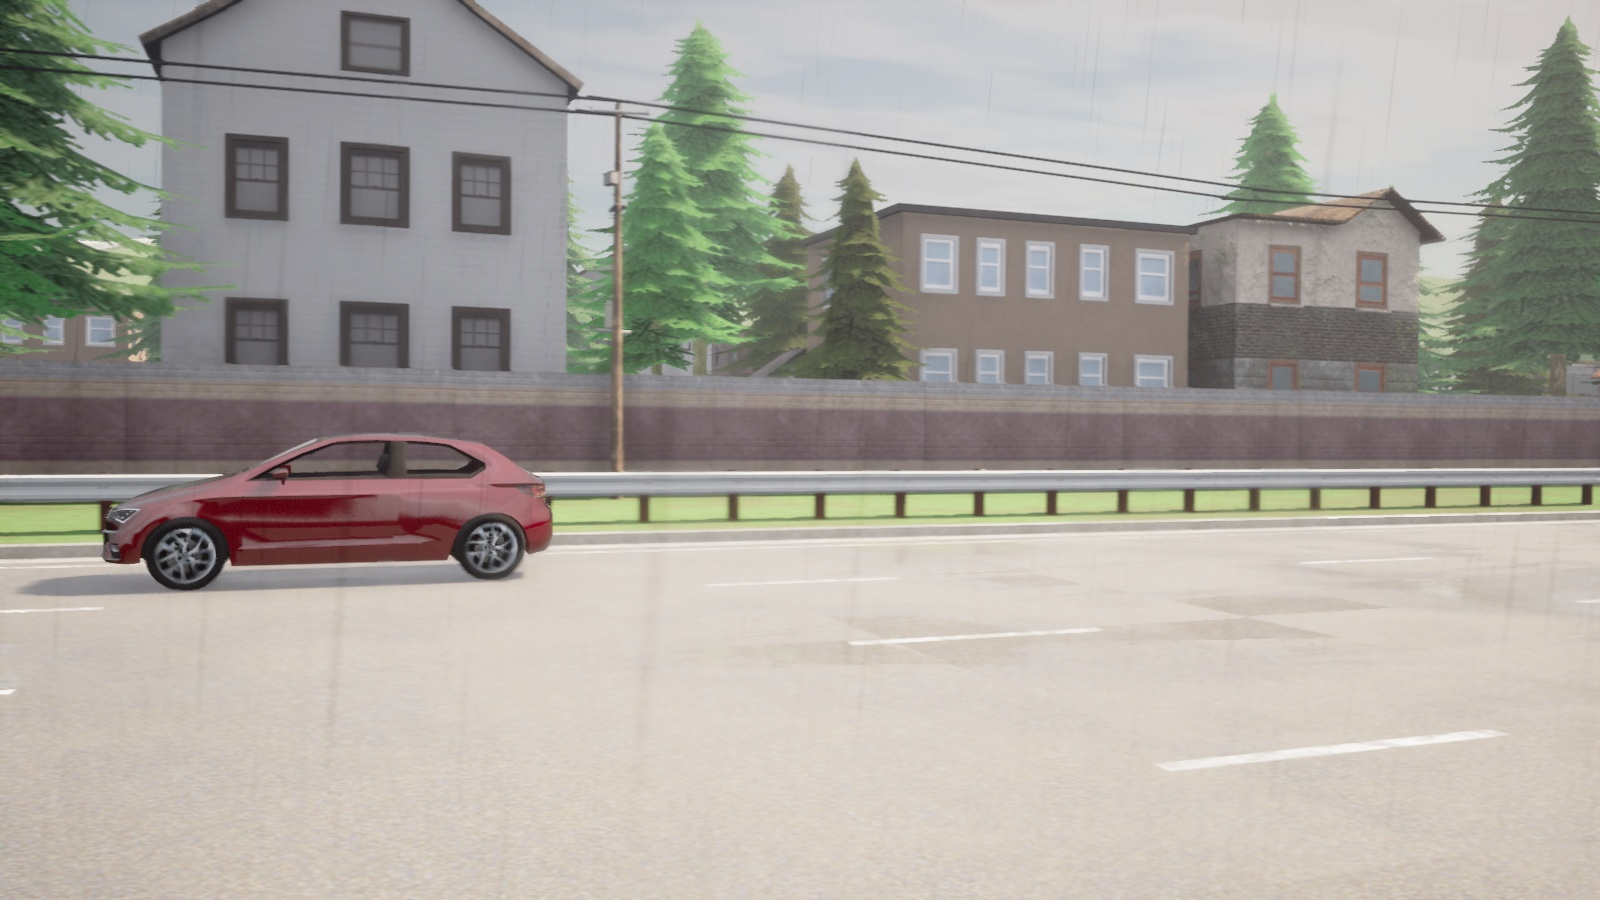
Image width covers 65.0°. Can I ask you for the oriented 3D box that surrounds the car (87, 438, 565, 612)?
[{"bbox_3d":[-4.654,0.650,12.703,4.193,1.474,1.816,-1,1,-21],"label":"car"}]
